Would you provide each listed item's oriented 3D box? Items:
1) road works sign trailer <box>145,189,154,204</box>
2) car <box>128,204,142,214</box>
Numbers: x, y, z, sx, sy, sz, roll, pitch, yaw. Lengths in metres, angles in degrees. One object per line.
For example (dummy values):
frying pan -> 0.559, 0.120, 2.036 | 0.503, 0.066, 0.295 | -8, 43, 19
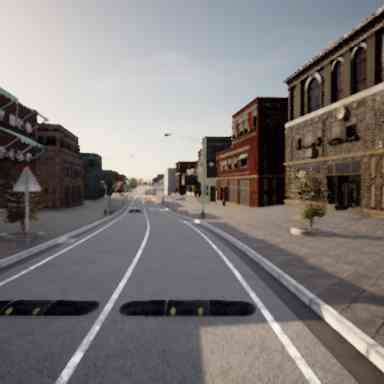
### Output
road works sign trailer -> -10.924, 1.121, 85.727 | 2.380, 3.560, 2.880 | 0, 2, -9
car -> -8.732, 2.576, 51.107 | 2.033, 1.411, 5.357 | 0, -1, -8
